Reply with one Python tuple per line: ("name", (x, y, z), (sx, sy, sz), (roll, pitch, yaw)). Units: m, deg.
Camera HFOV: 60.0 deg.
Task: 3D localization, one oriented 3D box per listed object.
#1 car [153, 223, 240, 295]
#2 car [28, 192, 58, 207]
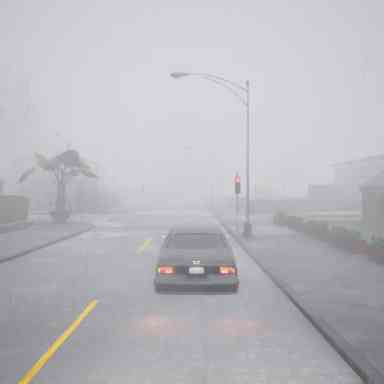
("car", (0.100, 1.547, 8.879), (2.033, 1.411, 5.357), (0, 0, 0))
("car", (-19.744, 0.985, 43.924), (1.905, 1.878, 3.866), (0, 0, 35))
